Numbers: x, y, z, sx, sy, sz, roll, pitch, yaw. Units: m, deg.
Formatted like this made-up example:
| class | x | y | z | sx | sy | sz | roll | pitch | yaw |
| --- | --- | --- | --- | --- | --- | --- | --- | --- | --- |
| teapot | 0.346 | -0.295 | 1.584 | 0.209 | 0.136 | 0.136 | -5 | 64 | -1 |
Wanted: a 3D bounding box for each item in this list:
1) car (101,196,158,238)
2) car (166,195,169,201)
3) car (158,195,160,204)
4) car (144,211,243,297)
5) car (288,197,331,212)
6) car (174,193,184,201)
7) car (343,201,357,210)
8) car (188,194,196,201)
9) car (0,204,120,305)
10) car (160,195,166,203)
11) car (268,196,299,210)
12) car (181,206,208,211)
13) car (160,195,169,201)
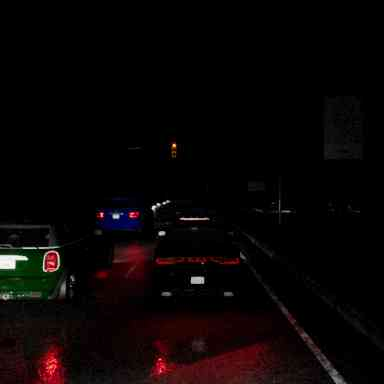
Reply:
| class | x | y | z | sx | sy | sz | roll | pitch | yaw |
| --- | --- | --- | --- | --- | --- | --- | --- | --- | --- |
| car | -3.402 | 1.221 | 17.852 | 2.150 | 2.045 | 5.566 | 0 | 0 | 1 |
| car | -6.923 | 1.478 | 75.347 | 1.882 | 1.535 | 5.008 | 0 | 0 | 0 |
| car | -7.029 | 1.505 | 55.758 | 1.837 | 1.490 | 4.892 | 0 | 0 | 0 |
| car | 0.109 | 1.478 | 8.609 | 1.882 | 1.535 | 5.008 | 0 | 0 | 0 |
| car | 13.746 | 1.564 | 38.328 | 4.181 | 1.385 | 1.994 | 0 | 0 | 3 |
| car | -3.412 | 1.218 | 85.608 | 2.150 | 2.045 | 5.566 | 0 | 0 | 0 |
| car | 20.570 | 1.562 | 41.446 | 4.181 | 1.385 | 1.994 | 0 | 0 | 3 |
| car | 0.088 | 1.348 | 85.927 | 2.097 | 1.767 | 4.553 | 0 | 0 | 0 |
| car | -3.392 | 1.352 | 8.234 | 2.097 | 1.767 | 4.553 | 0 | 0 | 0 |
| car | -6.964 | 1.547 | 65.538 | 2.033 | 1.411 | 5.357 | 0 | 0 | 1 |
| car | 11.989 | 1.352 | 41.936 | 4.553 | 1.767 | 2.097 | 0 | 0 | 3 |
| car | 0.119 | 1.491 | 18.108 | 2.128 | 1.511 | 4.902 | 0 | 0 | 0 |
| car | -6.913 | 1.459 | 85.372 | 1.882 | 1.535 | 5.008 | 0 | 0 | 0 |
